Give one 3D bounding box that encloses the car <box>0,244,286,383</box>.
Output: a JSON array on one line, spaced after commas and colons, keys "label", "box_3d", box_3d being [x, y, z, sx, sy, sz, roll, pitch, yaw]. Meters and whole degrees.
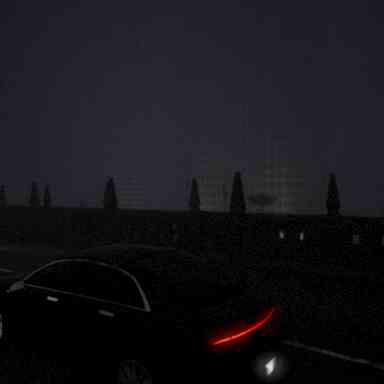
[{"label": "car", "box_3d": [-1.175, 1.528, 4.777, 4.892, 1.490, 1.837, 0, 0, 35]}]
